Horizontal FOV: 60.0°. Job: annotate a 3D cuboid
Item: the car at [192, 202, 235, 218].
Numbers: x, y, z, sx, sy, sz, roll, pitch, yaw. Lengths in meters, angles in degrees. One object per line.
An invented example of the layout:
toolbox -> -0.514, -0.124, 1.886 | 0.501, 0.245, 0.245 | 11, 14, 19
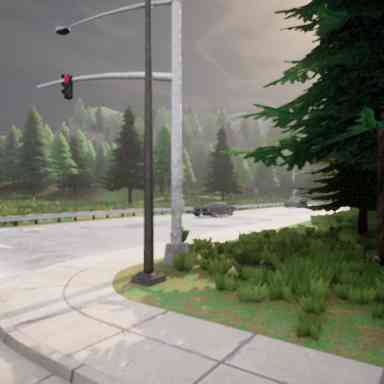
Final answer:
car -> 2.007, 1.573, 29.688 | 1.895, 1.301, 4.718 | 0, 0, 35

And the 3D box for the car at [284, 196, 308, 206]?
car -> 14.855, 1.324, 47.530 | 2.097, 1.767, 4.553 | 0, 0, 37
